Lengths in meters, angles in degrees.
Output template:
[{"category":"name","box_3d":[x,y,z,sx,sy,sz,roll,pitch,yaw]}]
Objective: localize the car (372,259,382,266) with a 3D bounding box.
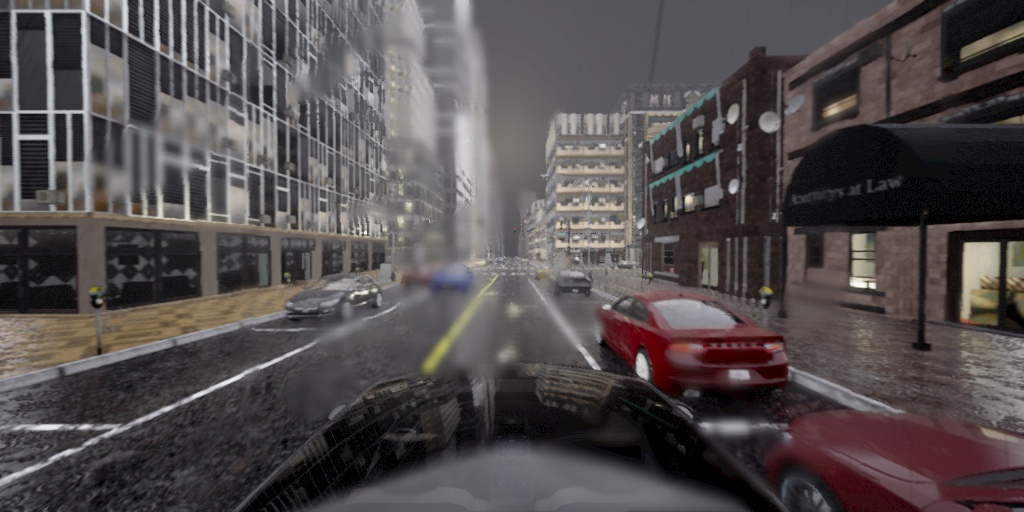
[{"category":"car","box_3d":[-21.671,1.019,52.765,4.829,1.417,1.751,0,0,1]}]

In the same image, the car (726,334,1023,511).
[{"category":"car","box_3d":[2.723,1.332,0.908,1.802,1.307,4.207,0,0,0]}]

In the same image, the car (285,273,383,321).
[{"category":"car","box_3d":[-5.796,1.296,12.253,2.007,1.370,4.403,0,0,0]}]

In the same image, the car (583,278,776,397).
[{"category":"car","box_3d":[2.757,1.293,6.553,1.888,1.381,4.507,0,0,0]}]

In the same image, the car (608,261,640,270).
[{"category":"car","box_3d":[16.304,1.364,52.270,4.403,1.370,2.007,0,0,1]}]

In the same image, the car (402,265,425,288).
[{"category":"car","box_3d":[-5.823,1.287,23.542,1.888,1.381,4.507,0,0,0]}]

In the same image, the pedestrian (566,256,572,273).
[{"category":"pedestrian","box_3d":[6.132,0.889,38.652,0.375,1.860,0.375,-1,1,0]}]

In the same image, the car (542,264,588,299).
[{"category":"car","box_3d":[2.817,1.294,17.841,2.007,1.370,4.403,0,0,0]}]

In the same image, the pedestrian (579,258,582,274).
[{"category":"pedestrian","box_3d":[7.132,1.045,37.454,0.375,1.860,0.375,-1,1,0]}]

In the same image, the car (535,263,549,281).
[{"category":"car","box_3d":[2.817,1.265,29.300,1.751,1.417,4.829,0,0,0]}]

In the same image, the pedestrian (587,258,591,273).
[{"category":"pedestrian","box_3d":[8.132,1.075,38.054,0.375,1.860,0.375,-1,1,0]}]

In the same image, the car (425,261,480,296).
[{"category":"car","box_3d":[-3.096,1.220,19.662,1.882,1.535,5.008,0,0,0]}]
